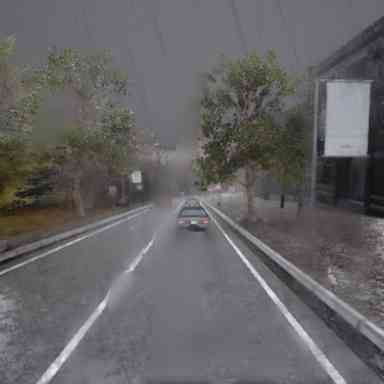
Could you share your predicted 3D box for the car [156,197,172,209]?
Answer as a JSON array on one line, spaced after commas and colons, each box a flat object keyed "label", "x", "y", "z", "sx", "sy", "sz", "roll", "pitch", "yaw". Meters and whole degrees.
[{"label": "car", "x": -3.647, "y": 1.397, "z": 43.795, "sx": 1.882, "sy": 1.535, "sz": 5.008, "roll": 0, "pitch": 0, "yaw": 0}]

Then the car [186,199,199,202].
[{"label": "car", "x": 0.042, "y": 1.476, "z": 38.072, "sx": 2.033, "sy": 1.411, "sz": 5.357, "roll": 0, "pitch": 0, "yaw": 0}]

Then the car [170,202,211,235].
[{"label": "car", "x": 0.072, "y": 1.512, "z": 18.508, "sx": 2.033, "sy": 1.411, "sz": 5.357, "roll": 0, "pitch": 0, "yaw": 0}]
